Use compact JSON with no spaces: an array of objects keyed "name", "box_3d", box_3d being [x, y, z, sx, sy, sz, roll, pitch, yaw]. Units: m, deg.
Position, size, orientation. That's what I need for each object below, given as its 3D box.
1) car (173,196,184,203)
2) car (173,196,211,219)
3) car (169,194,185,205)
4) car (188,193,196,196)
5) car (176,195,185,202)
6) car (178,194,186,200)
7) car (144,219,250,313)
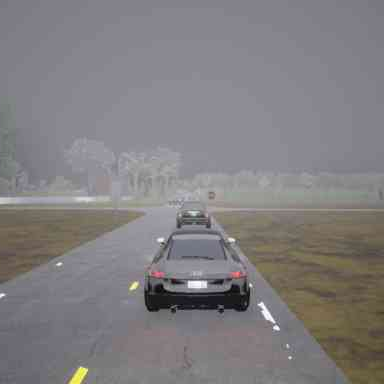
[{"name":"car","box_3d":[-2.776,1.523,68.498,1.994,1.385,4.181,0,0,0]},{"name":"car","box_3d":[0.095,1.354,22.004,2.097,1.767,4.553,0,0,0]},{"name":"car","box_3d":[-2.845,1.326,58.015,2.097,1.767,4.553,0,0,0]},{"name":"car","box_3d":[-0.024,1.466,90.373,1.994,1.385,4.181,0,0,0]},{"name":"car","box_3d":[-2.771,1.497,78.466,1.994,1.385,4.181,0,0,0]},{"name":"car","box_3d":[-2.775,1.378,93.169,1.882,1.535,5.008,0,0,0]},{"name":"car","box_3d":[0.098,1.566,7.740,1.994,1.385,4.181,0,0,0]}]
